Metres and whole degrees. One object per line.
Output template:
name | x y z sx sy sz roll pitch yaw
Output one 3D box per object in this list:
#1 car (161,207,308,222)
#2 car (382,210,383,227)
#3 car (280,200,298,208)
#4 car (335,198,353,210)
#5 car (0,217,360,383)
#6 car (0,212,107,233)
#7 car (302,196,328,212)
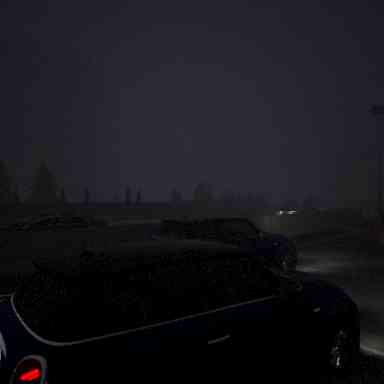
car | 0.897 1.423 9.161 4.553 1.767 2.097 1 -1 -39
car | 14.713 1.445 22.855 2.150 2.045 5.566 0 0 40
car | 13.759 1.903 46.906 1.837 1.490 4.892 0 -1 27
car | 21.180 1.897 46.099 1.882 1.535 5.008 0 -1 26
car | 0.083 1.383 4.070 4.553 1.767 2.097 0 -1 -37
car | -5.694 1.566 13.076 4.902 1.511 2.128 1 -1 -38
car | 15.828 1.599 43.329 2.150 2.045 5.566 0 0 29
